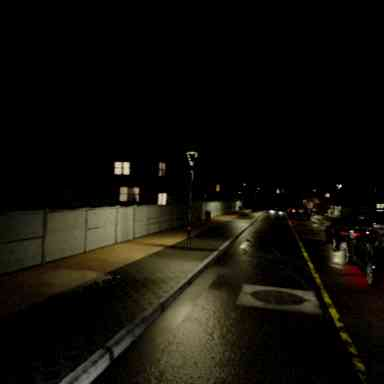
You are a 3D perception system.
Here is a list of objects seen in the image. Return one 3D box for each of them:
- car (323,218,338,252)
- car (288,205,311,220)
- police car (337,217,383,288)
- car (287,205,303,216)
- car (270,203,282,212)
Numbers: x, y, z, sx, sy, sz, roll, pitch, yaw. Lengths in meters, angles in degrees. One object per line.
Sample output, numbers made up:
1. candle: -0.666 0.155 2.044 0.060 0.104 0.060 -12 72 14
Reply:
1. car: 7.499 1.956 15.800 1.837 1.490 4.892 2 -1 15
2. car: 12.738 2.263 39.136 2.097 1.767 4.553 2 -1 15
3. police car: 6.029 1.762 10.099 1.930 1.638 5.238 2 -1 15
4. car: 15.560 2.724 50.292 1.994 1.385 4.181 2 -1 15
5. car: 15.803 2.848 62.215 1.812 1.442 4.674 2 -1 15
